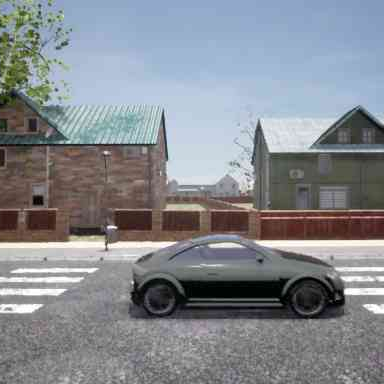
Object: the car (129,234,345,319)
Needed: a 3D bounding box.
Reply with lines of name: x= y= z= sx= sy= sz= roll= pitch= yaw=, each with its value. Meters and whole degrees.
car: x=0.836 y=1.592 z=6.891 sx=4.181 sy=1.385 sz=1.994 roll=0 pitch=-1 yaw=1
